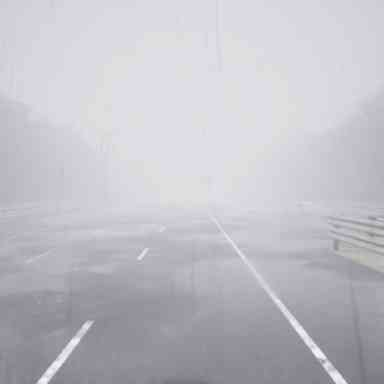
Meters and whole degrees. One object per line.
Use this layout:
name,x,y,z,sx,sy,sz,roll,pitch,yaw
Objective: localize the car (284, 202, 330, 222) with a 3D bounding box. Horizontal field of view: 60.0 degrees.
car,9.110,1.523,26.586,1.812,1.442,4.674,0,0,-11
